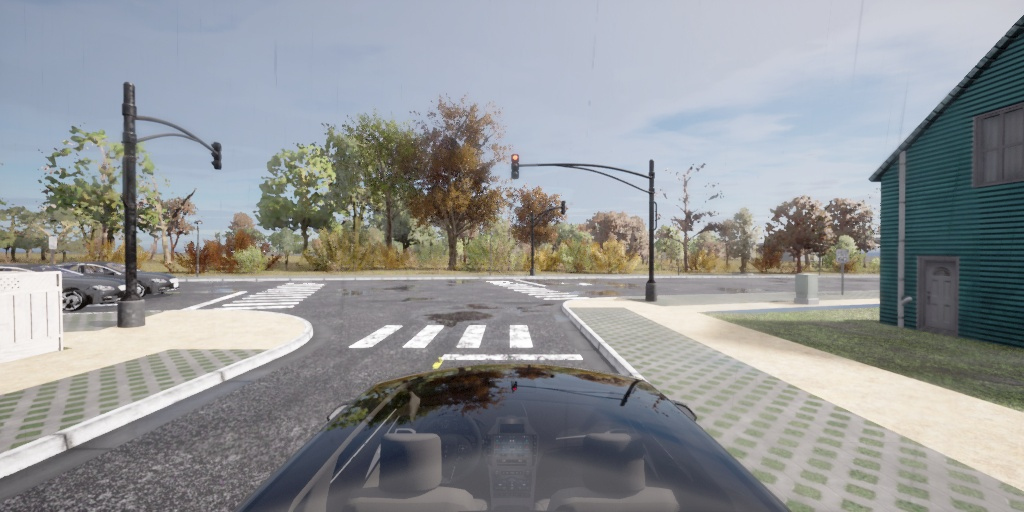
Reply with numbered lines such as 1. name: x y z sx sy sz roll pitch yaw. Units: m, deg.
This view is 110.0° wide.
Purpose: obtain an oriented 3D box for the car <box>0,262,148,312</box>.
1. car: -15.957 1.019 11.872 4.902 1.511 2.128 1 0 -22

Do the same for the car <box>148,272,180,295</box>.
1. car: -17.113 0.991 14.922 4.902 1.511 2.128 1 0 -22
